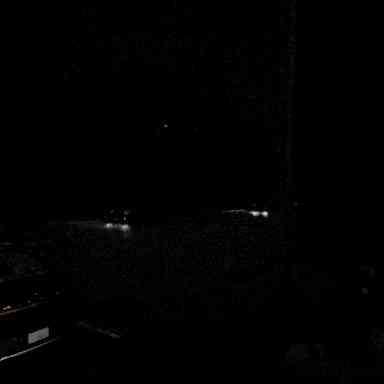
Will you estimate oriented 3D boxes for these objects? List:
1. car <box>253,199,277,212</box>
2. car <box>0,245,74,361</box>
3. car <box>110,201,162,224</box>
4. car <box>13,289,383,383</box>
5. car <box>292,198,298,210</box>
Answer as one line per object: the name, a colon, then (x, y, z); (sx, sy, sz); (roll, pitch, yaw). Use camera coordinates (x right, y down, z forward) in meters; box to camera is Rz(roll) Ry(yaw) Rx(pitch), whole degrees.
car: (10.707, 1.873, 48.413); (2.097, 1.767, 4.553); (1, 0, 36)
car: (-3.687, 1.554, 5.419); (4.403, 1.369, 2.008); (0, 1, 36)
car: (-4.491, 1.532, 27.187); (2.097, 1.767, 4.553); (1, 0, 35)
car: (0.818, 1.582, 2.207); (4.206, 1.307, 1.802); (0, 1, 36)
car: (15.732, 1.877, 50.503); (2.150, 2.045, 5.566); (1, 0, 35)
